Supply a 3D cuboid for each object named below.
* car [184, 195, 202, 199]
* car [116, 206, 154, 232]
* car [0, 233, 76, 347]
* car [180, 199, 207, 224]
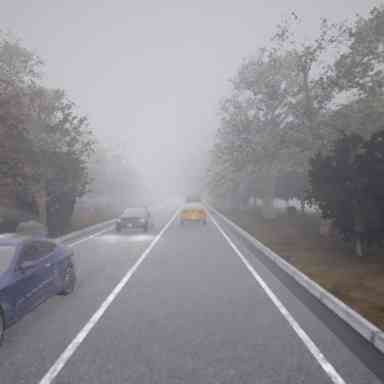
[{"bbox_3d":[0.138,1.392,43.826,2.150,2.045,5.566,0,0,0],"label":"car"},{"bbox_3d":[-3.475,1.613,20.981,1.812,1.442,4.674,0,0,0],"label":"car"},{"bbox_3d":[-3.590,1.550,6.042,1.812,1.442,4.674,0,0,0],"label":"car"},{"bbox_3d":[0.105,1.585,25.781,1.882,1.535,5.008,0,0,0],"label":"car"}]
